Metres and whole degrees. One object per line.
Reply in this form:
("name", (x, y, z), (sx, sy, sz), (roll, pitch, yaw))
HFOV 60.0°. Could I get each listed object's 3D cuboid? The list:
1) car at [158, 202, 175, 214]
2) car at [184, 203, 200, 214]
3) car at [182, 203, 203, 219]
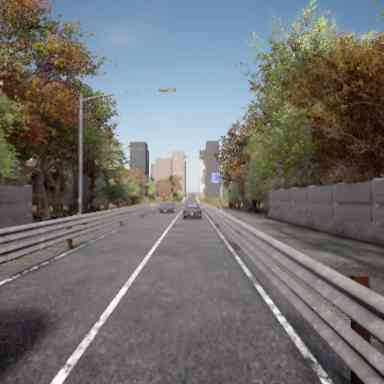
("car", (-3.295, 2.098, 43.712), (1.837, 1.490, 4.892), (0, -2, 0))
("car", (0.066, 2.182, 45.633), (2.033, 1.411, 5.357), (0, -1, 1))
("car", (0.036, 1.891, 33.513), (2.128, 1.511, 4.902), (0, -1, 0))
